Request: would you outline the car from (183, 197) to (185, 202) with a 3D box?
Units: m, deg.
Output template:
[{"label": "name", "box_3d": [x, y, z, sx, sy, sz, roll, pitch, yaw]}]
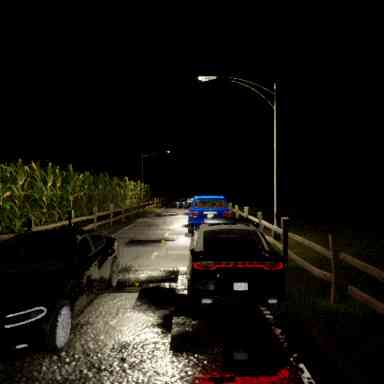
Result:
[{"label": "car", "box_3d": [0.156, 1.624, 46.274, 1.895, 1.301, 4.718, 0, 0, 1]}]

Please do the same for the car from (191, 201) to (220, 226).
[{"label": "car", "box_3d": [0.891, 1.478, 24.213, 1.882, 1.535, 5.008, 0, 0, 0]}]

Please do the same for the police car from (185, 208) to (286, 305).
[{"label": "police car", "box_3d": [0.847, 1.425, 8.324, 1.930, 1.638, 5.238, 0, 0, 0]}]

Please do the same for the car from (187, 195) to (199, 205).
[{"label": "car", "box_3d": [0.166, 1.407, 60.174, 2.097, 1.767, 4.553, 0, 0, 0]}]

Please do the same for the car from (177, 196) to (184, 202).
[{"label": "car", "box_3d": [-2.539, 1.628, 76.674, 1.812, 1.442, 4.674, 0, 0, 0]}]

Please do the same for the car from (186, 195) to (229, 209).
[{"label": "car", "box_3d": [0.875, 1.225, 18.244, 2.150, 2.045, 5.566, 0, 0, 0]}]

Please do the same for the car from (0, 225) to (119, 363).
[{"label": "car", "box_3d": [-2.732, 1.478, 6.316, 1.882, 1.535, 5.008, 0, 0, 0]}]
